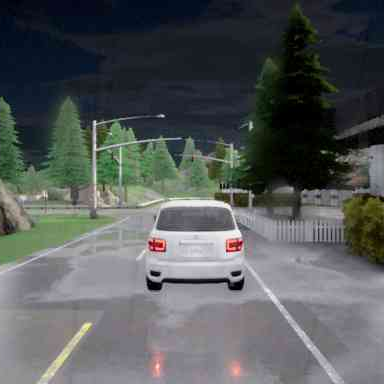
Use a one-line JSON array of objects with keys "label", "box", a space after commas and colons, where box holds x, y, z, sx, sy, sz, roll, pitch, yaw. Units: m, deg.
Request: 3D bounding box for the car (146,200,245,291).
[{"label": "car", "box": [0.065, 1.221, 9.170, 2.150, 2.045, 5.566, 0, 0, 0]}]

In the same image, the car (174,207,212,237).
[{"label": "car", "box": [0.020, 1.600, 18.934, 1.895, 1.301, 4.718, 0, 0, 0]}]
